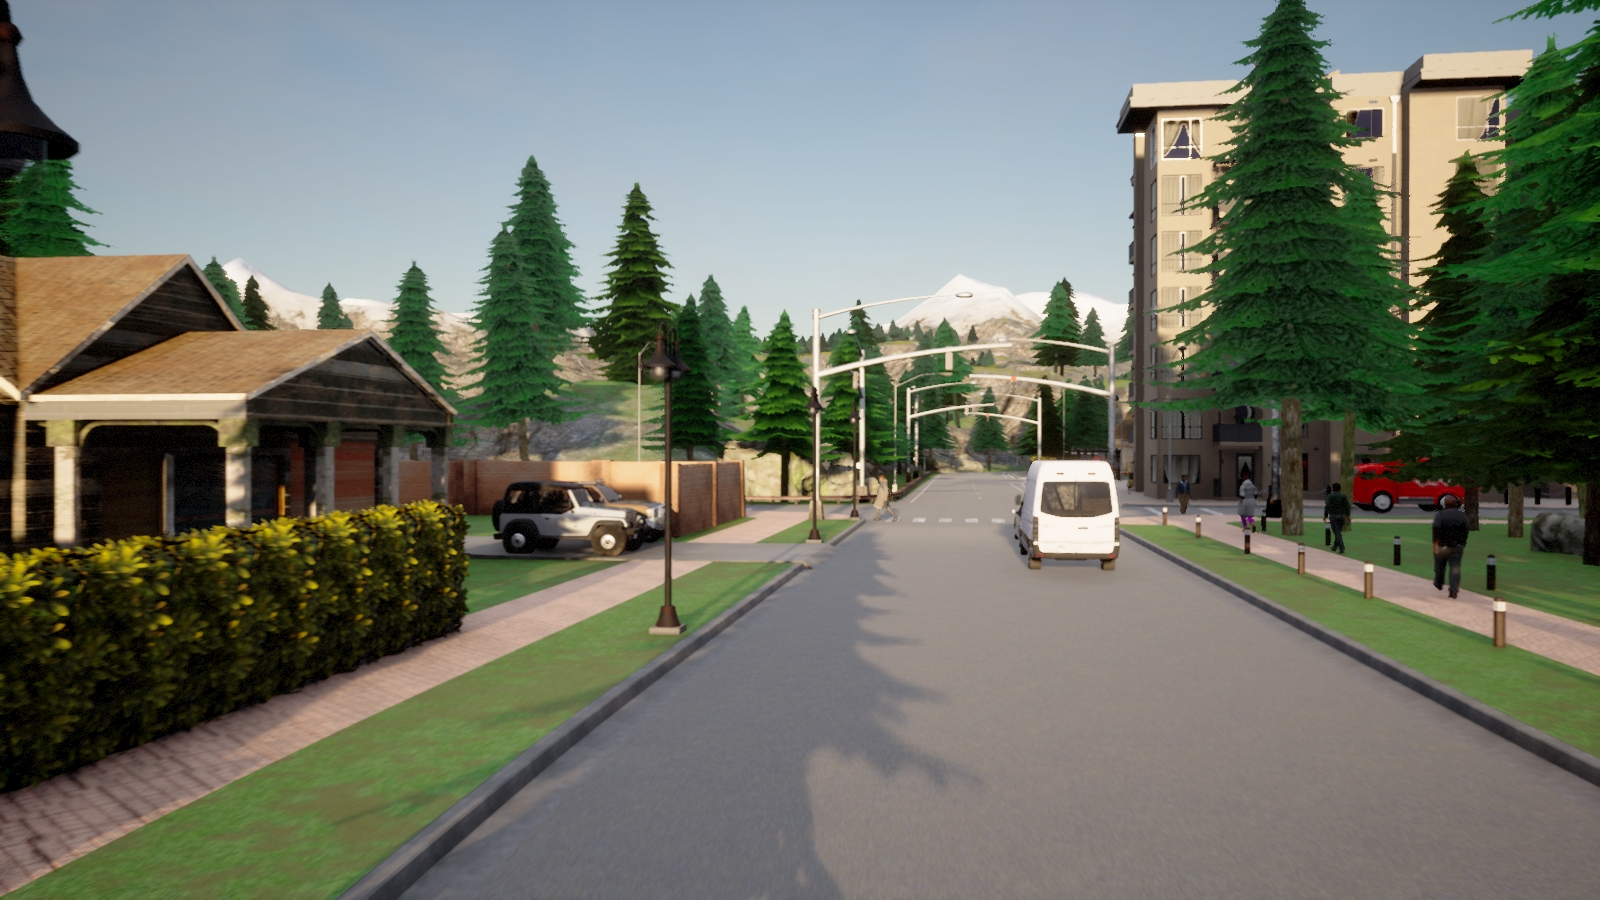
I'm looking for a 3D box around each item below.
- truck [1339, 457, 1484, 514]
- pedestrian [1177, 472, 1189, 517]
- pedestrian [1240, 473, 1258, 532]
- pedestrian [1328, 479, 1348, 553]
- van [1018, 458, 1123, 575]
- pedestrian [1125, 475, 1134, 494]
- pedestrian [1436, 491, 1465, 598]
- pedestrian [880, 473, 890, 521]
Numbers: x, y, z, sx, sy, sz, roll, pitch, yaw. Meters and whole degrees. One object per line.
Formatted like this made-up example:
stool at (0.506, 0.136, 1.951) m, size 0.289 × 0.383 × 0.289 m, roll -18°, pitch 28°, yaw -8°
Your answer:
truck at (27.527, 1.554, 51.606) m, size 5.204 × 2.467 × 2.627 m, roll 0°, pitch 0°, yaw 9°
pedestrian at (15.760, 1.833, 46.975) m, size 0.375 × 1.860 × 0.375 m, roll 0°, pitch 0°, yaw -1°
pedestrian at (14.286, 1.668, 36.368) m, size 0.375 × 1.860 × 0.375 m, roll 0°, pitch 0°, yaw -10°
pedestrian at (13.622, 1.664, 28.918) m, size 0.375 × 1.860 × 0.375 m, roll 0°, pitch 0°, yaw 9°
van at (6.602, 1.503, 28.481) m, size 1.988 × 2.561 × 5.915 m, roll 0°, pitch 0°, yaw 8°
pedestrian at (19.815, 2.064, 68.685) m, size 0.500 × 1.100 × 0.500 m, roll 0°, pitch 0°, yaw 12°
pedestrian at (11.529, 1.665, 20.254) m, size 0.375 × 1.860 × 0.375 m, roll 0°, pitch 0°, yaw 17°
pedestrian at (3.311, 1.818, 44.564) m, size 0.375 × 1.860 × 0.375 m, roll 0°, pitch 0°, yaw 8°
